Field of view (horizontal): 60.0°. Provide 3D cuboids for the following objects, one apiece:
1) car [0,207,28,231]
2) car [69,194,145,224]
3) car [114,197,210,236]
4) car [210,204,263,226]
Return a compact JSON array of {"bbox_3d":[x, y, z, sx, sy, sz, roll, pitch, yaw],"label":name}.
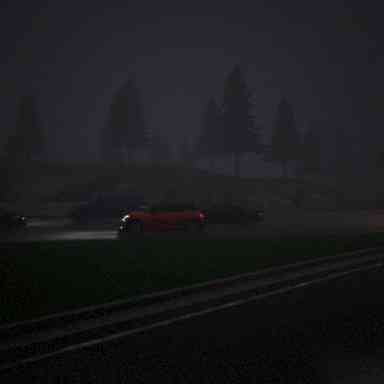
[{"bbox_3d":[-12.260,1.588,20.015,4.181,1.385,1.994,0,0,-8],"label":"car"},{"bbox_3d":[-5.951,1.201,24.285,5.566,2.045,2.150,0,0,-7],"label":"car"},{"bbox_3d":[-1.629,1.322,17.877,4.553,1.767,2.097,0,0,-8],"label":"car"},{"bbox_3d":[1.878,1.490,21.759,5.357,1.411,2.033,0,0,-9],"label":"car"}]
